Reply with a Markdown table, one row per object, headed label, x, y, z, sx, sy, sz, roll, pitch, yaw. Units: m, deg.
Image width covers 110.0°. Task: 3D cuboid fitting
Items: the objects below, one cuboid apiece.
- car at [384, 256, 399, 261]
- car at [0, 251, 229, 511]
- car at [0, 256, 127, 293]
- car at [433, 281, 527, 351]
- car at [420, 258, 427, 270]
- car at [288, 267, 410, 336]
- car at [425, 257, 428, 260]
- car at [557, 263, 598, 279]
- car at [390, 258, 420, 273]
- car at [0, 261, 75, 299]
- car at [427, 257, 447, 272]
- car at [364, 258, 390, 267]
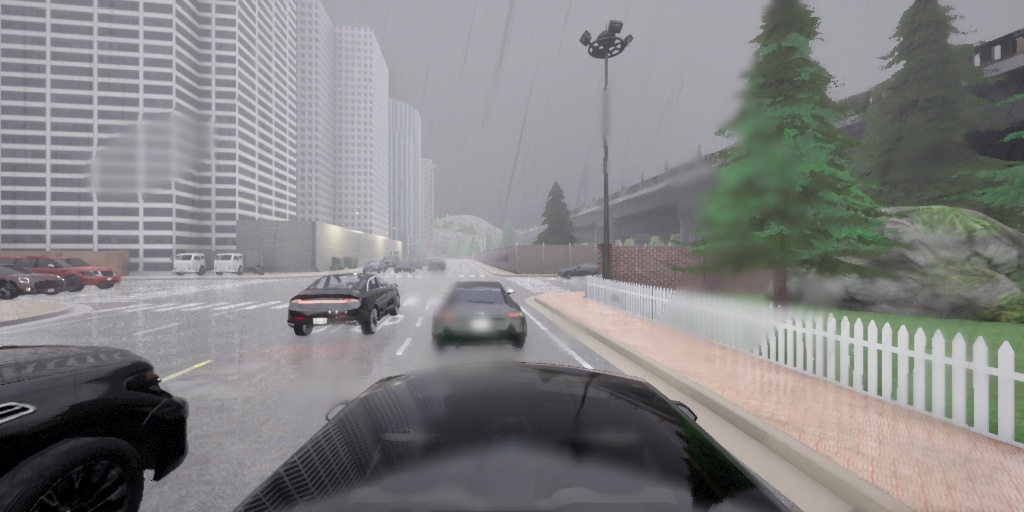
| label | x | y | z | sx | sy | sz | roll | pitch | yaw |
| --- | --- | --- | --- | --- | --- | --- | --- | --- | --- |
| car | -17.447 | 0.971 | 51.711 | 2.150 | 2.045 | 5.566 | 0 | 0 | -8 |
| car | -3.615 | 0.971 | 0.332 | 2.150 | 2.045 | 5.566 | 0 | 0 | 2 |
| car | -26.842 | 1.027 | 21.119 | 5.566 | 2.045 | 2.150 | 0 | 0 | -8 |
| car | -0.839 | 1.314 | 9.046 | 1.994 | 1.385 | 4.181 | 0 | 0 | -7 |
| car | -13.943 | 1.314 | 51.936 | 1.994 | 1.385 | 4.181 | 0 | 0 | -8 |
| car | -4.557 | 1.242 | 10.423 | 2.128 | 1.511 | 4.902 | 0 | 0 | -6 |
| car | -15.261 | 1.312 | 61.519 | 1.994 | 1.385 | 4.181 | 0 | 0 | -8 |
| car | 6.465 | 1.331 | 33.039 | 4.674 | 1.442 | 1.812 | 0 | 0 | -7 |
| car | -12.662 | 1.297 | 42.787 | 2.033 | 1.411 | 5.357 | 0 | 0 | -8 |
| car | -25.417 | 1.157 | 17.762 | 4.553 | 1.767 | 2.097 | 0 | 0 | -8 |
| car | -9.369 | 1.227 | 45.981 | 1.882 | 1.535 | 5.008 | 0 | 0 | -8 |
| car | -16.101 | 1.276 | 42.103 | 1.812 | 1.442 | 4.674 | 0 | 0 | -8 |
